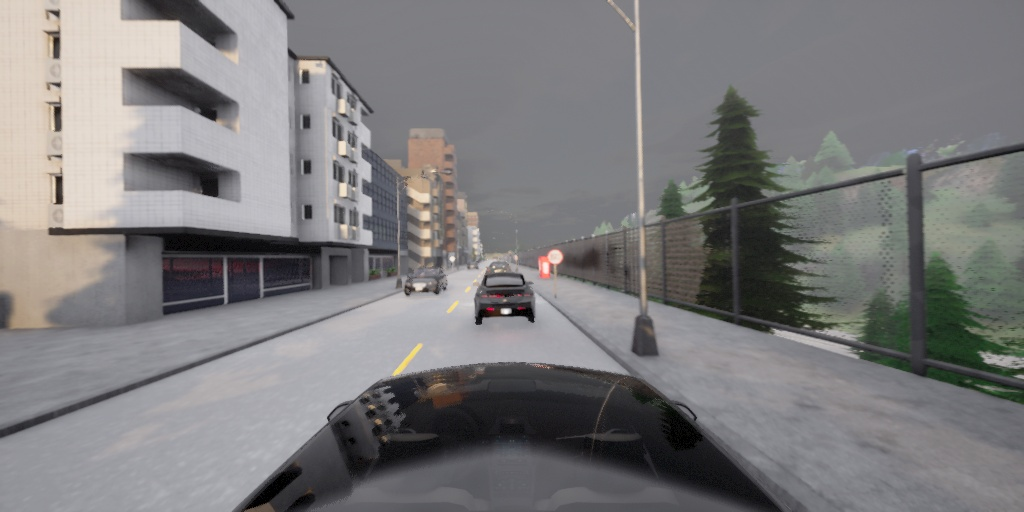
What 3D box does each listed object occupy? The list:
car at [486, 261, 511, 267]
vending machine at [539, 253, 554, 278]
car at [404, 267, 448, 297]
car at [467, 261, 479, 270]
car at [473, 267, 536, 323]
[{"bbox_3d":[-1.113,1.243,30.165,2.097,1.767,4.553,-1,0,-3],"label":"car"},{"bbox_3d":[2.998,1.006,32.582,1.100,2.100,0.880,0,0,-3],"label":"vending machine"},{"bbox_3d":[-4.880,1.426,20.827,2.128,1.511,4.902,-1,0,-3],"label":"car"},{"bbox_3d":[-6.702,1.637,61.563,2.128,1.511,4.902,-1,0,-2],"label":"car"},{"bbox_3d":[-0.285,1.305,12.424,1.837,1.490,4.892,-1,0,-3],"label":"car"}]
